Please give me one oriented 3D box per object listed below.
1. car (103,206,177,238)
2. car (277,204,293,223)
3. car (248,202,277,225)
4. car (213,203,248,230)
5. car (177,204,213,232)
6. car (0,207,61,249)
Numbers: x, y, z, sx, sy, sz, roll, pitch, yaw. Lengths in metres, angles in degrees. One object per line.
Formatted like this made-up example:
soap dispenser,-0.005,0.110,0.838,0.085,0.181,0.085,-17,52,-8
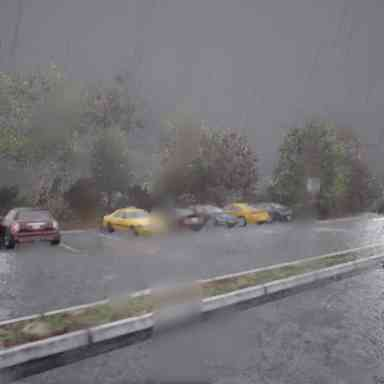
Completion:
car,-3.298,1.614,18.855,1.946,1.575,5.366,0,0,-37
car,5.433,1.557,25.579,2.231,1.521,4.892,-1,0,-37
car,3.223,1.575,23.935,2.097,1.535,5.008,0,0,-37
car,1.007,1.593,22.300,2.231,1.521,4.892,0,0,-37
car,-1.212,1.638,20.675,2.163,1.488,4.792,0,0,-37
car,-7.805,1.506,15.693,2.185,1.767,4.553,0,0,-37
